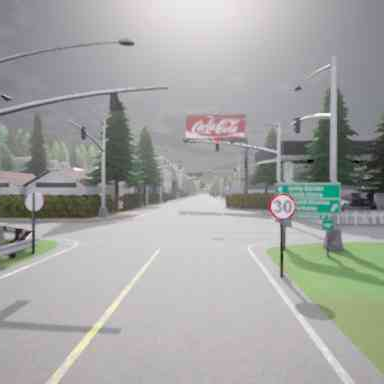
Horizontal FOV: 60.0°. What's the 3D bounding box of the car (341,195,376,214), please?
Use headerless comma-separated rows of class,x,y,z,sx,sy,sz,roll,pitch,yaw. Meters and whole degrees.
car,15.654,1.553,32.832,3.866,1.878,1.905,0,0,2
